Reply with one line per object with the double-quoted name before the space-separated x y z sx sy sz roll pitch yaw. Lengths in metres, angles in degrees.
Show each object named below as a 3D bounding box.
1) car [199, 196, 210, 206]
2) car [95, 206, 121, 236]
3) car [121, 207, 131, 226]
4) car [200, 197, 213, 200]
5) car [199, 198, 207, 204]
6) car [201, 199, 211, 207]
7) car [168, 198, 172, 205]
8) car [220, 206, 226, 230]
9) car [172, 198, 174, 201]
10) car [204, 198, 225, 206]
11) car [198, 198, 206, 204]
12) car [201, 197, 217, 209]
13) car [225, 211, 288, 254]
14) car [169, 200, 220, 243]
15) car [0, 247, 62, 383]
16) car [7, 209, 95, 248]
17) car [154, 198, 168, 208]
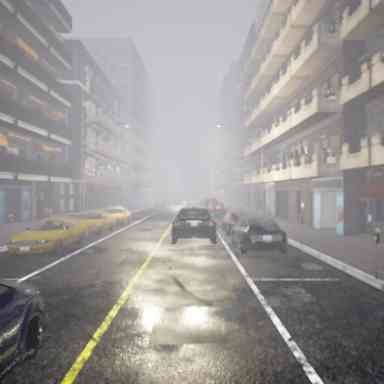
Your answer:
"car" 2.658 1.897 70.506 2.192 1.841 5.009 -1 0 0
"car" -5.706 1.683 19.393 1.752 1.417 4.829 -1 0 0
"car" -5.708 1.729 25.056 1.752 1.417 4.829 -1 0 0
"car" 2.664 1.706 47.852 2.192 1.841 5.009 -1 0 0
"car" 2.659 2.243 81.831 1.947 1.339 4.313 -1 0 0
"car" 2.662 2.061 65.011 1.752 1.417 4.829 -1 0 0
"car" -5.719 2.106 70.366 1.752 1.417 4.829 -1 0 0
"car" 2.675 1.740 19.532 1.802 1.307 4.206 -1 0 0
"car" -5.722 2.070 76.200 1.967 1.590 4.097 -1 0 0
"car" 2.669 1.737 36.523 1.967 1.590 4.097 -1 0 0
"car" 2.657 2.292 87.495 1.947 1.339 4.313 -1 0 0
"car" 2.662 1.753 53.515 2.192 1.841 5.009 -1 0 0
"car" 2.676 1.679 13.868 1.947 1.339 4.313 -1 0 0
"car" 0.096 1.490 17.035 2.097 1.767 4.553 0 -1 0
"car" -3.101 1.591 3.179 1.994 1.385 4.181 0 0 0
"car" -5.704 1.638 13.729 1.752 1.417 4.829 -1 0 0
"car" -5.717 2.011 59.039 1.752 1.417 4.829 -1 0 0
